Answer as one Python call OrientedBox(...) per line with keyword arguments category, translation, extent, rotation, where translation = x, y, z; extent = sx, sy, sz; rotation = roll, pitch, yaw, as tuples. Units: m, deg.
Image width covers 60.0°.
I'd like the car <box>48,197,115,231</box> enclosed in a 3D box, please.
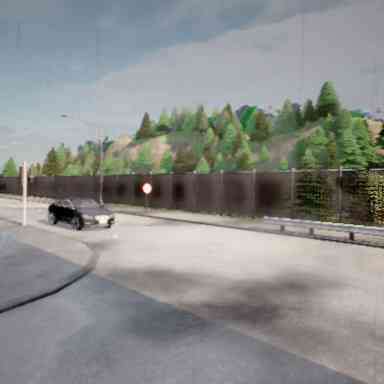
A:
OrientedBox(category="car", translation=(-5.823, 1.054, 17.255), extent=(2.128, 1.511, 4.902), rotation=(0, 2, -44))
